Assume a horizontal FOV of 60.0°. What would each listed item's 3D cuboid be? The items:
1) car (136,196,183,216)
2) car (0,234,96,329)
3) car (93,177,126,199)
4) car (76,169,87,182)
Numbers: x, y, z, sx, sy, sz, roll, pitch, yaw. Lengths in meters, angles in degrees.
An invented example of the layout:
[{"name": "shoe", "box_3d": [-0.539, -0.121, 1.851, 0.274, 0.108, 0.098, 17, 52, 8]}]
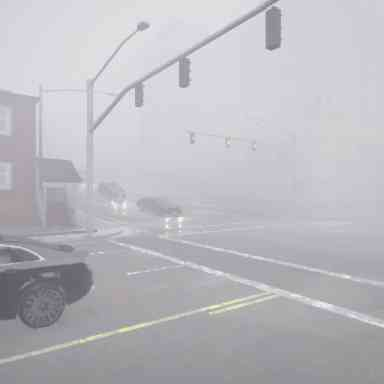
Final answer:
[{"name": "car", "box_3d": [-2.943, 1.087, 28.676, 2.033, 1.411, 5.357, 0, 5, -36]}, {"name": "car", "box_3d": [-4.093, 1.491, 5.374, 4.902, 1.511, 2.128, 0, 0, -35]}, {"name": "car", "box_3d": [-8.922, -0.283, 37.000, 2.128, 1.511, 4.902, 0, 10, -35]}, {"name": "car", "box_3d": [-14.927, -2.317, 45.367, 2.033, 1.411, 5.357, 0, 12, -35]}]
